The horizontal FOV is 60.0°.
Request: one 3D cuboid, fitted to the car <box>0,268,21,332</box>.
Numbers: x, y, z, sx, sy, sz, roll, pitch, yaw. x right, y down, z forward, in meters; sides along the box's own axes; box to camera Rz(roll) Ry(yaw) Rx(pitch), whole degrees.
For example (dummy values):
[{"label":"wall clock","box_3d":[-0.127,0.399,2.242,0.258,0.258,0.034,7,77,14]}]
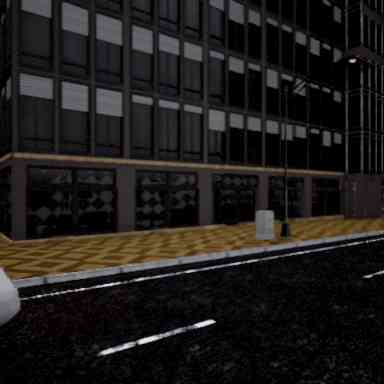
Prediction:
[{"label":"car","box_3d":[-4.908,1.597,4.189,4.718,1.301,1.895,0,0,-35]}]
